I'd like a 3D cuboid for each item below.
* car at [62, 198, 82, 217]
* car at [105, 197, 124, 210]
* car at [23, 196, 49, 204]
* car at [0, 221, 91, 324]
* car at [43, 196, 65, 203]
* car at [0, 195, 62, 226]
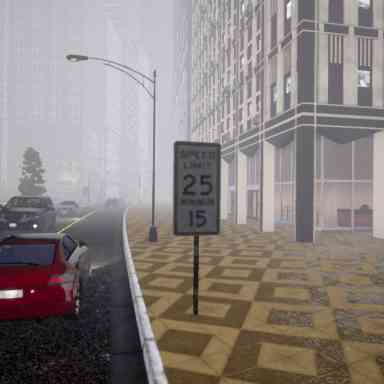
[{"bbox_3d":[-11.431,1.511,30.952,1.812,1.442,4.674,1,0,-10],"label":"car"},{"bbox_3d":[-10.492,1.528,44.206,1.837,1.490,4.892,1,0,-9],"label":"car"},{"bbox_3d":[-32.388,1.655,69.198,4.403,1.369,2.008,0,1,1],"label":"car"},{"bbox_3d":[-3.290,1.567,7.152,1.994,1.385,4.181,1,0,-13],"label":"car"},{"bbox_3d":[-32.174,1.710,77.575,4.403,1.369,2.008,0,1,1],"label":"car"},{"bbox_3d":[-8.903,1.203,18.163,2.150,2.045,5.566,1,0,-12],"label":"car"}]
